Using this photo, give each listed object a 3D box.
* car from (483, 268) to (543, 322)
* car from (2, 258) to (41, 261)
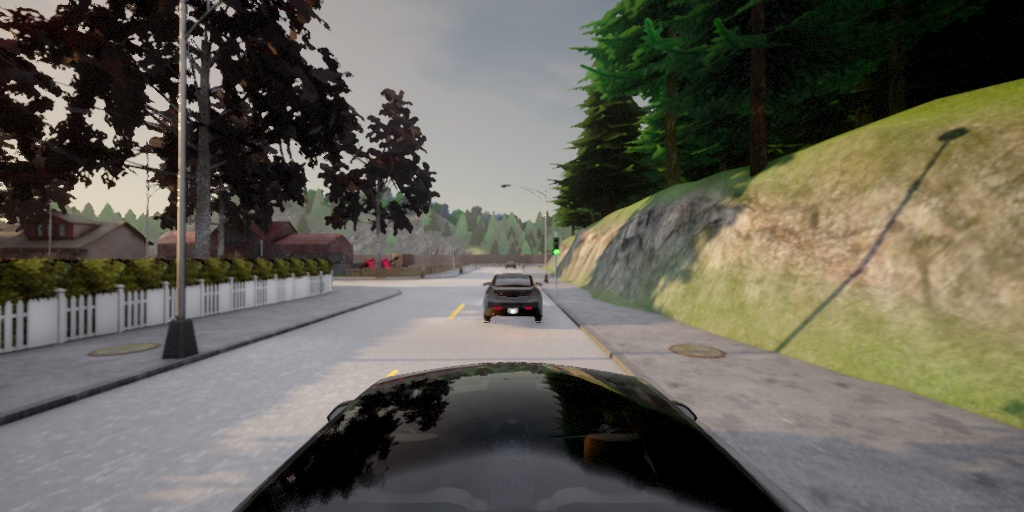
[{"bbox_3d":[0.027,1.350,12.742,1.837,1.490,4.892,0,-1,0],"label":"car"},{"bbox_3d":[-36.214,1.200,27.210,5.566,2.045,2.150,0,0,0],"label":"car"}]
